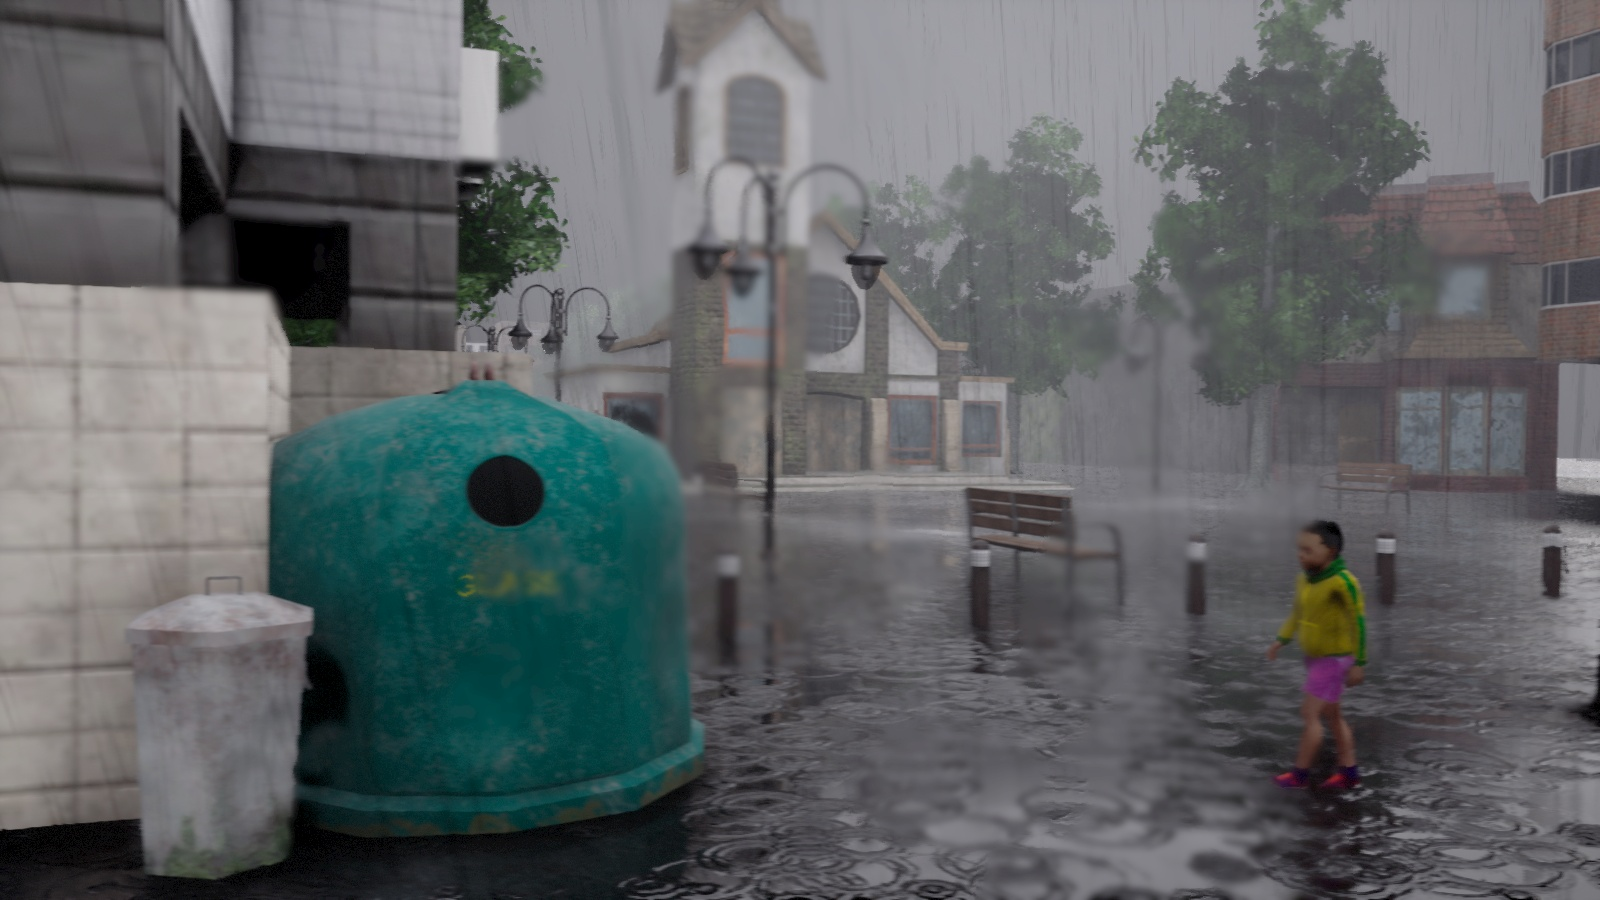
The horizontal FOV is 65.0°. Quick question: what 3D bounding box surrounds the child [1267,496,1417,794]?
[{"bbox_3d":[2.208,0.780,5.135,0.473,1.160,0.299,-1,1,-4],"label":"child"}]
